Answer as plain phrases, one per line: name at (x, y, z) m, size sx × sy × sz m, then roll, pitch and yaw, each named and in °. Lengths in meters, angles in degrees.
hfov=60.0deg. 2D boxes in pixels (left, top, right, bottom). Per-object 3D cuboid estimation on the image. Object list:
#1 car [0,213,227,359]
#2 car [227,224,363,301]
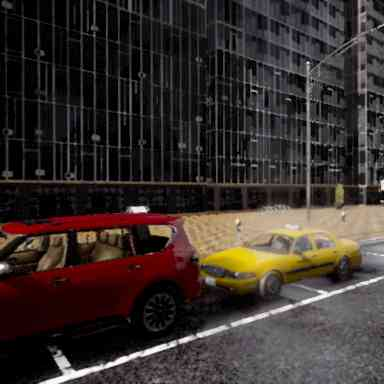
car at (-2.129, 1.312, 5.045) m, size 5.009 × 1.841 × 2.192 m, roll 0°, pitch 0°, yaw -36°
car at (2.347, 1.505, 8.239) m, size 4.829 × 1.417 × 1.752 m, roll 0°, pitch 0°, yaw -36°
